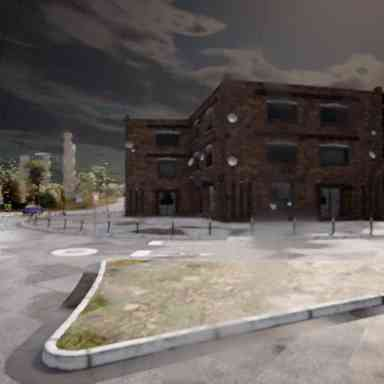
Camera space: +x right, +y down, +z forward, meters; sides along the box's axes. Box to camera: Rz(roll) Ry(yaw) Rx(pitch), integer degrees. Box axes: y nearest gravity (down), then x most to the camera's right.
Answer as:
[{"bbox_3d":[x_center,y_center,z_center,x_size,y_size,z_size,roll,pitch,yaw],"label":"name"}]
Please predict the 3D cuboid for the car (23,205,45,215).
[{"bbox_3d":[-23.502,2.697,49.706,1.882,1.535,5.008,0,-3,-5],"label":"car"}]
